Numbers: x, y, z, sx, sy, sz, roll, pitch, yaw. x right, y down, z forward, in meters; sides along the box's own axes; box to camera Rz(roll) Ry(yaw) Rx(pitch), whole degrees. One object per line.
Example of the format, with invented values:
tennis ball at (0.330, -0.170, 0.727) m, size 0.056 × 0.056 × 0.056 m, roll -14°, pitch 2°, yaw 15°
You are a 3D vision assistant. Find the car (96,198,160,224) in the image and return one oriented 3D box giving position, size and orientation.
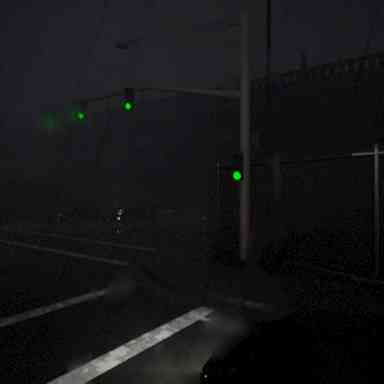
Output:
car at (-4.492, 1.381, 24.994) m, size 2.097 × 1.767 × 4.553 m, roll 0°, pitch 0°, yaw 35°

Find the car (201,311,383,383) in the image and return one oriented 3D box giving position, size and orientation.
car at (2.610, 1.549, 2.105) m, size 5.357 × 1.411 × 2.033 m, roll 0°, pitch 0°, yaw 36°

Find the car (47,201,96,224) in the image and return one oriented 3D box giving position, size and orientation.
car at (-8.503, 1.500, 25.398) m, size 1.882 × 1.535 × 5.008 m, roll 0°, pitch 1°, yaw 35°

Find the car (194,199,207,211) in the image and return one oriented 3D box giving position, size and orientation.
car at (2.165, 1.500, 40.375) m, size 1.882 × 1.535 × 5.008 m, roll 0°, pitch 0°, yaw 36°
